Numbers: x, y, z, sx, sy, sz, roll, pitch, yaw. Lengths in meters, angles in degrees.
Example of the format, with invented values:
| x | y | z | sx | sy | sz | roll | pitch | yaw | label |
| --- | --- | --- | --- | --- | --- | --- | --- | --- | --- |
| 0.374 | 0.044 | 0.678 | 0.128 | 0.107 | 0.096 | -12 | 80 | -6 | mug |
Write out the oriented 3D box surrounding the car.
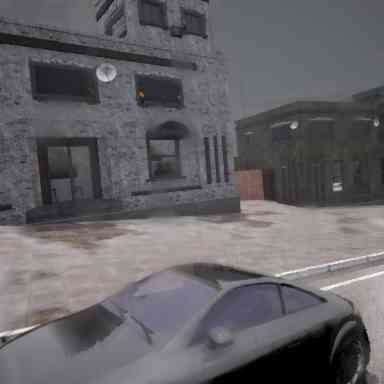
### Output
| x | y | z | sx | sy | sz | roll | pitch | yaw | label |
| --- | --- | --- | --- | --- | --- | --- | --- | --- | --- |
| 0.072 | 1.559 | 3.642 | 4.181 | 1.385 | 1.994 | 0 | 0 | -35 | car |
